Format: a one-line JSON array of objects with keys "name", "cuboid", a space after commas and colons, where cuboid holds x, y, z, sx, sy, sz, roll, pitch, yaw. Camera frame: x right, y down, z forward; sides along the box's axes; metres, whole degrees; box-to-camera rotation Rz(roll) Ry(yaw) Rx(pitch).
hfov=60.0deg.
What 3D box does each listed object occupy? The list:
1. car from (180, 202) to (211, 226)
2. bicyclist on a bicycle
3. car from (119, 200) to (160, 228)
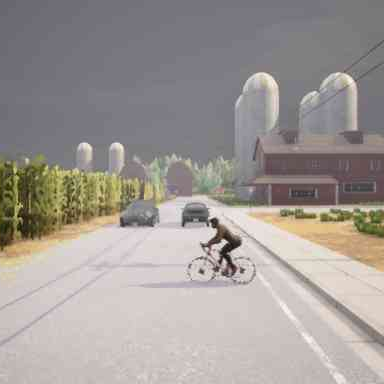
[{"name": "car", "cuboid": [0.256, 1.496, 23.337, 1.837, 1.490, 4.892, 0, 0, 0]}, {"name": "bicyclist on a bicycle", "cuboid": [0.710, 1.436, 7.999, 1.656, 1.620, 0.582, -1, 0, 0]}, {"name": "car", "cuboid": [-3.381, 1.342, 22.186, 2.097, 1.767, 4.553, 0, 0, 1]}]
